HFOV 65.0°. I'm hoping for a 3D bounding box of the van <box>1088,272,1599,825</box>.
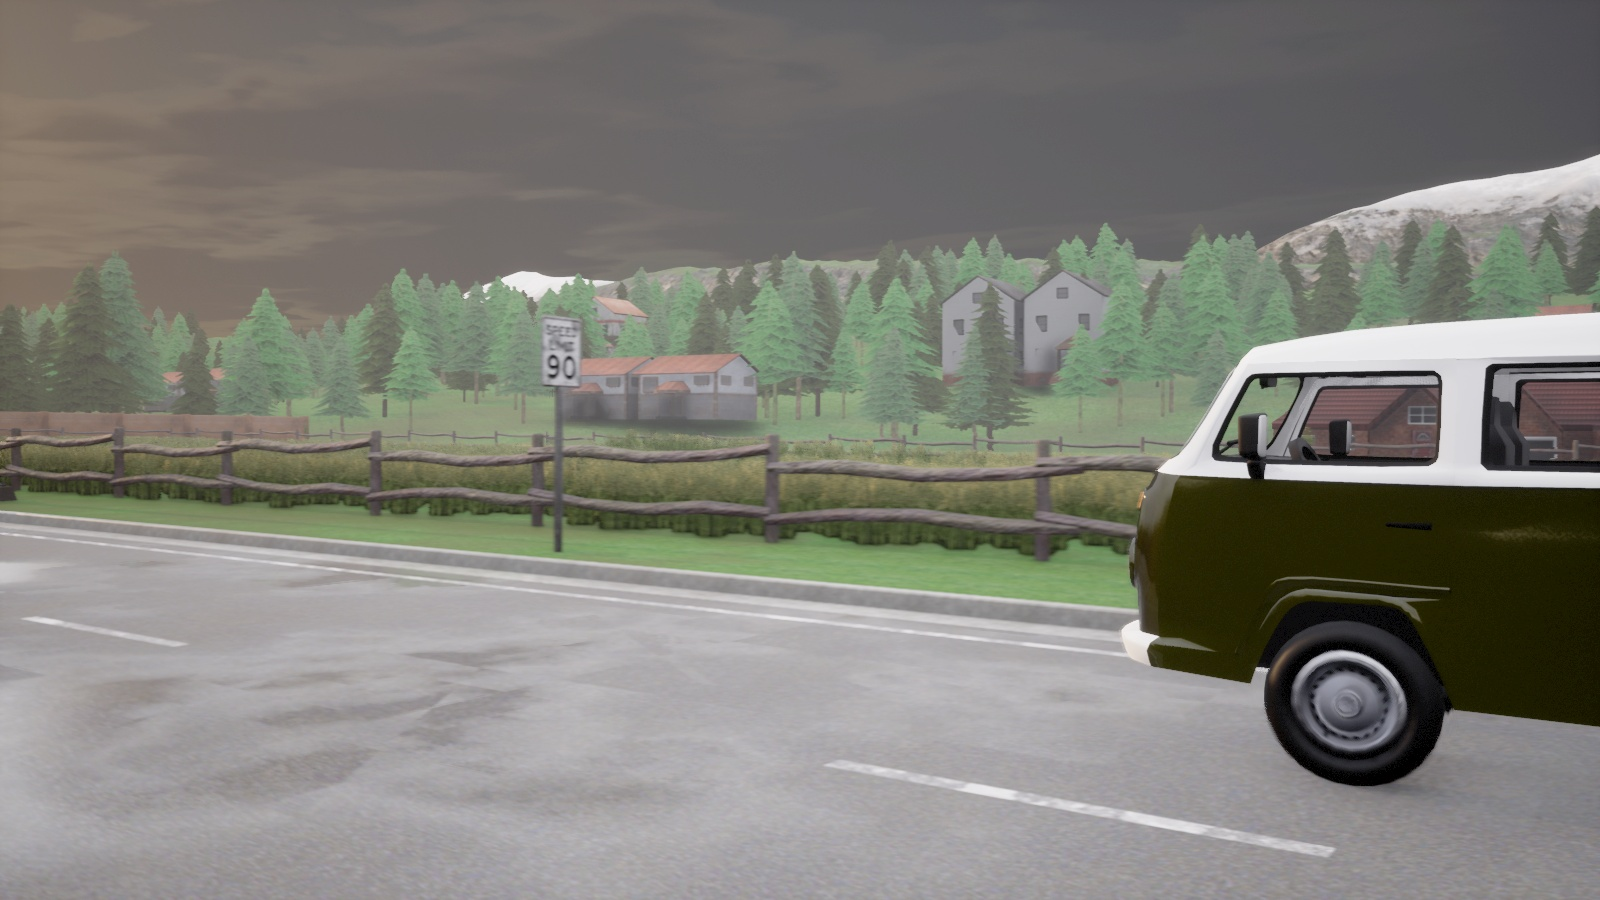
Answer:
[{"bbox_3d":[3.752,0.348,5.327,4.480,2.038,2.069,0,1,34],"label":"van"}]
